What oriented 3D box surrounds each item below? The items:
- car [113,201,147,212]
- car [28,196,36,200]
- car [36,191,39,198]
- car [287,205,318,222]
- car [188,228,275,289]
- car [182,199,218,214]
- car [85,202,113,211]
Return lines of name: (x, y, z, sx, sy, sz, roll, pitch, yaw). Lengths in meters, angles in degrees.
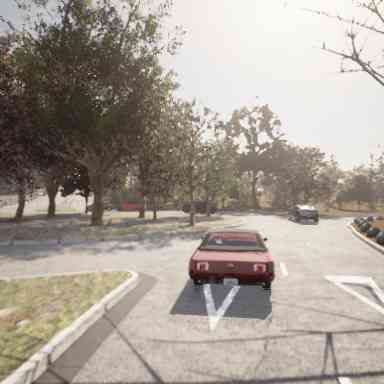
car: (-9.206, 2.182, 50.764, 4.553, 1.767, 2.097, 0, -1, 20)
car: (-38.891, 1.450, 78.193, 1.946, 1.575, 5.366, 0, 2, -16)
car: (-40.453, 1.224, 83.486, 1.946, 1.575, 5.366, 0, 2, -17)
car: (10.143, 1.937, 30.718, 2.128, 1.511, 4.902, 0, -1, 4)
car: (1.165, 1.652, 9.299, 1.895, 1.301, 4.718, 0, -1, 9)
car: (1.027, 1.954, 45.410, 2.150, 2.045, 5.566, 1, -2, -42)
car: (-14.754, 2.381, 54.011, 4.902, 1.511, 2.128, 0, -1, -5)
